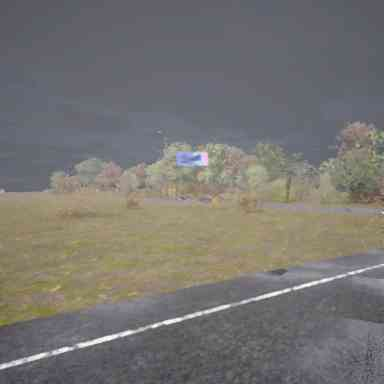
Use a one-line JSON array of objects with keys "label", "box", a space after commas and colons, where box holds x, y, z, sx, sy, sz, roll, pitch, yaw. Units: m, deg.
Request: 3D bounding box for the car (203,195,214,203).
[{"label": "car", "box": [3.080, 1.386, 65.848, 1.812, 1.442, 4.674, 0, 0, -33]}]
